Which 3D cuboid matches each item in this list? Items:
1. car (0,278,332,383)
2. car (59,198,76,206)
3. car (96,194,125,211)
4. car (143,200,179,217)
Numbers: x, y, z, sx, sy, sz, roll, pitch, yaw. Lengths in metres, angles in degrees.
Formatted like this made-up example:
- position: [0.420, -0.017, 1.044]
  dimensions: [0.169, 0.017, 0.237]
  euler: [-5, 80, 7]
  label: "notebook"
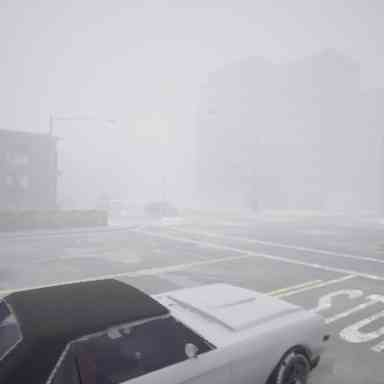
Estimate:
- position: [-0.689, 1.612, 3.325]
  dimensions: [4.718, 1.301, 1.895]
  euler: [1, 0, -35]
  label: "car"
- position: [-22.153, 1.717, 59.143]
  dimensions: [1.994, 1.385, 4.181]
  euler: [1, 0, -37]
  label: "car"
- position: [-10.841, 1.367, 44.026]
  dimensions: [2.150, 2.045, 5.566]
  euler: [1, 0, -37]
  label: "car"
- position: [-3.205, 1.650, 33.885]
  dimensions: [1.837, 1.490, 4.892]
  euler: [1, 0, -37]
  label: "car"
